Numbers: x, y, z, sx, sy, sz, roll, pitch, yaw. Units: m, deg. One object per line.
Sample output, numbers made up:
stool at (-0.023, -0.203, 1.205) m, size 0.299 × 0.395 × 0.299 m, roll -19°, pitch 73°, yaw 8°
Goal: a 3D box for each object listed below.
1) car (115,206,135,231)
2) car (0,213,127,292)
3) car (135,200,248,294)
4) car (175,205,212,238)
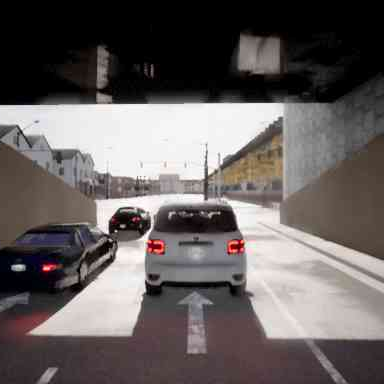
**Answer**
car at (-3.401, 1.506, 18.637) m, size 1.812 × 1.442 × 4.674 m, roll 0°, pitch 0°, yaw 0°
car at (-3.408, 1.537, 9.048) m, size 2.033 × 1.411 × 5.357 m, roll 0°, pitch 0°, yaw 0°
car at (0.083, 1.212, 8.911) m, size 2.150 × 2.045 × 5.566 m, roll 0°, pitch 0°, yaw 0°
car at (0.059, 1.506, 18.475) m, size 1.812 × 1.442 × 4.674 m, roll 0°, pitch 0°, yaw 0°
